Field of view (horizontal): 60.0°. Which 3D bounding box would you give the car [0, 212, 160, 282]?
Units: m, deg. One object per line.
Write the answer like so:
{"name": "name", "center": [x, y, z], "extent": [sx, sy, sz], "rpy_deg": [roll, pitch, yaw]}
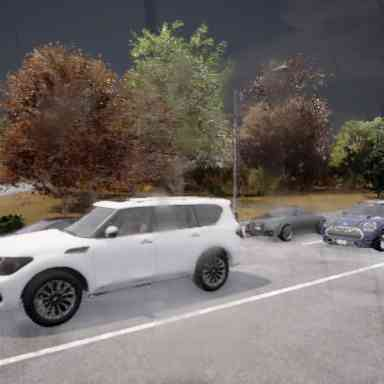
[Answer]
{"name": "car", "center": [-3.814, 1.460, 9.842], "extent": [5.357, 1.411, 2.033], "rpy_deg": [0, 1, -34]}

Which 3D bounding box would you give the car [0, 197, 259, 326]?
{"name": "car", "center": [-1.360, 1.155, 7.273], "extent": [5.566, 2.045, 2.150], "rpy_deg": [0, 1, -34]}

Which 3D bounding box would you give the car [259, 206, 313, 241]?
{"name": "car", "center": [4.474, 1.341, 15.448], "extent": [4.181, 1.385, 1.994], "rpy_deg": [-2, 1, -35]}

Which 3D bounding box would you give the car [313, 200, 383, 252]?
{"name": "car", "center": [7.174, 1.134, 13.030], "extent": [4.553, 1.767, 2.097], "rpy_deg": [-2, 1, -34]}
